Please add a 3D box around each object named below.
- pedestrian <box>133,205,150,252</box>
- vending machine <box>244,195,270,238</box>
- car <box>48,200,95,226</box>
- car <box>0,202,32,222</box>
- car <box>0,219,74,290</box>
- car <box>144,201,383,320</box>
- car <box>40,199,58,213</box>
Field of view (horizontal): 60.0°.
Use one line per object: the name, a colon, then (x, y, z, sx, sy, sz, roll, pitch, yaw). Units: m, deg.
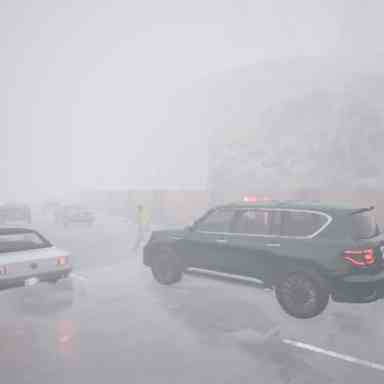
pedestrian: (-1.904, 1.294, 12.673, 0.375, 1.860, 0.375, 0, 0, 45)
vending machine: (3.308, 1.195, 16.911, 0.880, 2.100, 1.100, 0, 0, 44)
car: (-8.431, 1.548, 23.547, 2.033, 1.411, 5.357, 0, 0, -32)
car: (-13.192, 1.477, 24.832, 1.882, 1.535, 5.008, 0, 0, -31)
car: (-4.987, 1.600, 8.565, 4.718, 1.301, 1.895, 0, 0, 44)
car: (1.353, 1.223, 7.615, 5.566, 2.045, 2.150, 0, 0, 39)
car: (-15.831, 1.504, 37.295, 1.837, 1.490, 4.892, 0, 0, -27)
